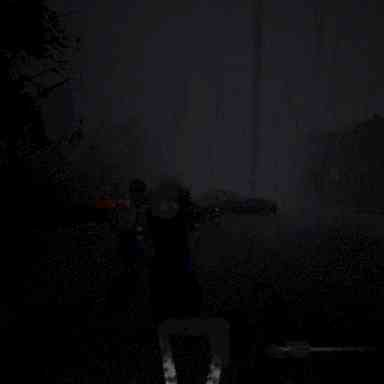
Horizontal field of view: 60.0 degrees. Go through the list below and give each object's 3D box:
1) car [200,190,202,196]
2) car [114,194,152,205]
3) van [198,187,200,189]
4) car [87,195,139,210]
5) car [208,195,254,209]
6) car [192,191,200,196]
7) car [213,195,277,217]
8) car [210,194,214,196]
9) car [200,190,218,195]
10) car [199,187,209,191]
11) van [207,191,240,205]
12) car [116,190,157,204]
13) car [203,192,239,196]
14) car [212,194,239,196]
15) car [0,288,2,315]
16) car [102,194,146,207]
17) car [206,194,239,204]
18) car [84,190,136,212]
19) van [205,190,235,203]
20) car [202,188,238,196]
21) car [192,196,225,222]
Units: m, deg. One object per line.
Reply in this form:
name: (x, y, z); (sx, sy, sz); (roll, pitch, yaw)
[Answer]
car: (4.444, 0.795, 60.479); (5.008, 1.535, 2.097); (0, 1, 0)
car: (-8.146, 1.045, 46.195); (4.792, 1.488, 2.163); (0, 0, 0)
van: (4.390, -0.054, 85.898); (4.442, 1.987, 1.878); (0, 1, 0)
car: (-8.203, 1.093, 34.901); (5.008, 1.535, 2.097); (0, 0, 0)
car: (4.384, 1.074, 37.855); (5.008, 1.535, 2.097); (0, 0, 0)
car: (0.056, 0.953, 58.983); (1.895, 1.301, 4.718); (0, 1, 1)
car: (4.320, 1.181, 26.551); (4.792, 1.488, 2.163); (0, 0, 0)
car: (4.361, 1.153, 32.204); (4.674, 1.452, 2.002); (0, 0, 0)
car: (4.543, 0.132, 88.729); (4.792, 1.488, 2.163); (0, 1, 0)
car: (4.445, 0.323, 74.601); (4.553, 1.767, 2.185); (0, 1, 0)
van: (4.285, 0.790, 46.330); (4.442, 1.987, 1.878); (0, 0, 0)
car: (-8.139, 0.745, 49.017); (5.566, 2.045, 2.435); (0, 0, 0)
car: (4.186, 1.090, 35.030); (5.366, 1.575, 1.946); (0, 0, 0)
car: (4.354, 1.172, 29.378); (4.674, 1.452, 2.002); (0, 0, 0)
car: (-3.511, 1.491, 2.636); (1.837, 1.490, 4.892); (0, 0, -1)
car: (-8.198, 1.055, 40.673); (4.892, 1.521, 2.231); (0, 0, 0)
car: (4.406, 1.036, 49.157); (4.674, 1.452, 2.002); (0, 0, 0)
car: (-8.184, 0.986, 32.201); (4.553, 1.767, 2.185); (0, 0, 0)
van: (4.299, 0.748, 51.861); (4.442, 1.987, 1.878); (0, 1, 0)
car: (4.422, 0.784, 43.504); (5.566, 2.045, 2.435); (0, 0, 0)
car: (0.270, 1.223, 22.539); (1.812, 1.442, 4.674); (-1, 1, -19)
